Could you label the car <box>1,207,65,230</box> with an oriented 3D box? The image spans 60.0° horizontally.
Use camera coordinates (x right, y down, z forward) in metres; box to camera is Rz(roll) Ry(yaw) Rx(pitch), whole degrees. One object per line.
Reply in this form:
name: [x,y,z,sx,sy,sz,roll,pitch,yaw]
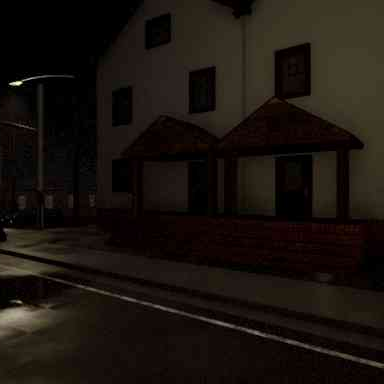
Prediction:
car: [-14.227,2.400,30.139,2.150,2.045,5.566,0,-9,36]
